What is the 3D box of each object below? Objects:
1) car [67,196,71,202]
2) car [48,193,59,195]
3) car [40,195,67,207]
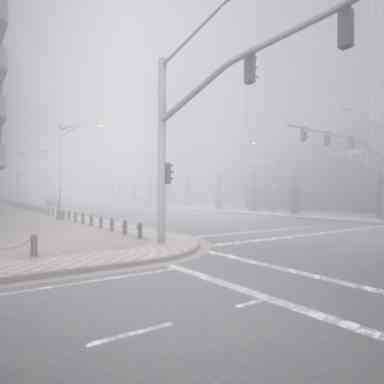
[{"bbox_3d":[-32.405,1.665,85.426,1.812,1.442,4.674,1,0,-35],"label":"car"},{"bbox_3d":[-35.053,1.331,83.109,2.150,2.045,5.566,1,0,-35],"label":"car"},{"bbox_3d":[-21.299,1.553,51.125,2.128,1.511,4.902,1,0,-35],"label":"car"}]
